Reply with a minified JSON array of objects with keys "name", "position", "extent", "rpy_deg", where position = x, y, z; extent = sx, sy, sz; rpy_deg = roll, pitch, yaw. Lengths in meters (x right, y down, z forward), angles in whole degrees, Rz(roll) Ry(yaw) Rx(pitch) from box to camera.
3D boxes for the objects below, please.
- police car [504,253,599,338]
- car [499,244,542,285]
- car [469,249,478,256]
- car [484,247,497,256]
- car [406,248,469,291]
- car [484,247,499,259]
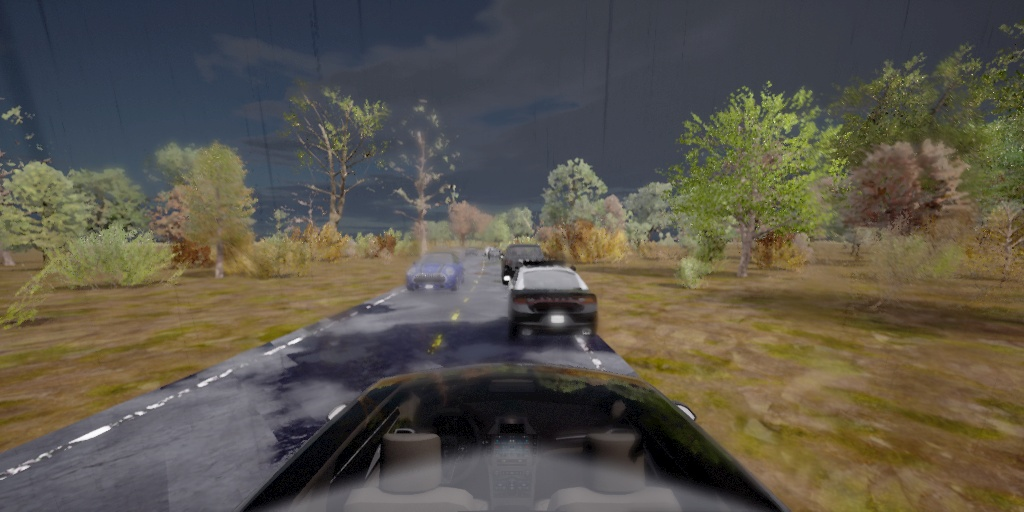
[{"name":"police car","position":[0.820,0.903,9.395],"extent":[1.930,1.638,5.238],"rpy_deg":[0,2,-1]},{"name":"car","position":[0.531,0.351,19.347],"extent":[2.150,2.045,5.566],"rpy_deg":[0,2,-2]},{"name":"car","position":[-6.567,-0.678,58.499],"extent":[1.994,1.385,4.181],"rpy_deg":[0,2,-6]},{"name":"car","position":[-3.593,-0.764,59.817],"extent":[1.812,1.442,4.674],"rpy_deg":[0,2,-7]},{"name":"car","position":[-3.406,0.575,16.667],"extent":[2.097,1.767,4.553],"rpy_deg":[0,2,-2]},{"name":"car","position":[-2.313,-0.388,48.025],"extent":[2.128,1.511,4.902],"rpy_deg":[0,2,-5]}]
